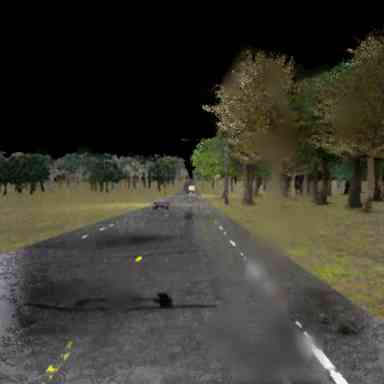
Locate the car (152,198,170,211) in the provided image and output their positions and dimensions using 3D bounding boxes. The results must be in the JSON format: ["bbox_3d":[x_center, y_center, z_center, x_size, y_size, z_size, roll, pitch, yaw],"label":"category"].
[{"bbox_3d":[-3.593,1.444,39.578,2.033,1.411,5.357,0,0,0],"label":"car"}]
